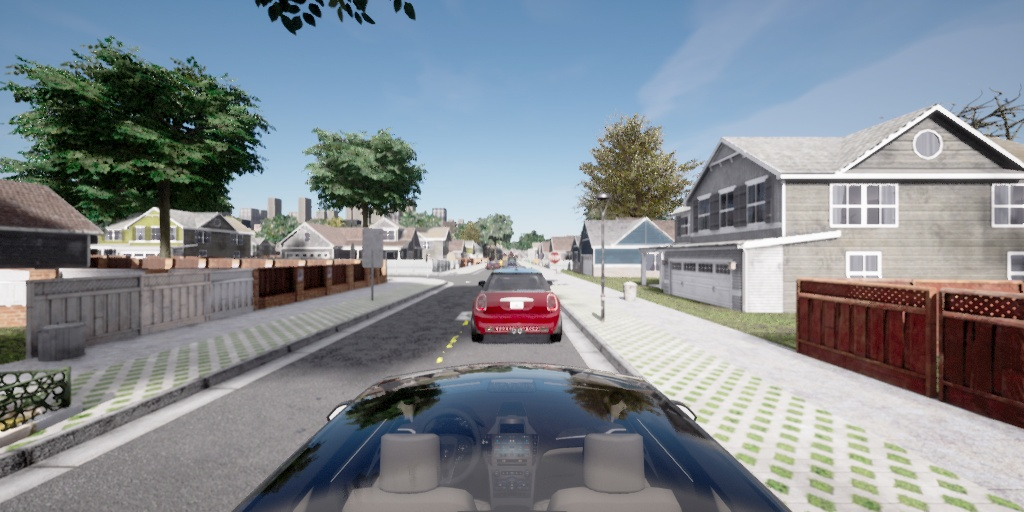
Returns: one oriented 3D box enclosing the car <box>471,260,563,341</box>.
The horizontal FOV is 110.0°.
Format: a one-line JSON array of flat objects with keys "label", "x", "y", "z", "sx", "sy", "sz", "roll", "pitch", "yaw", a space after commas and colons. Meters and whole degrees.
[{"label": "car", "x": 0.102, "y": 1.102, "z": 10.026, "sx": 2.097, "sy": 1.767, "sz": 4.553, "roll": 0, "pitch": 0, "yaw": 0}]
